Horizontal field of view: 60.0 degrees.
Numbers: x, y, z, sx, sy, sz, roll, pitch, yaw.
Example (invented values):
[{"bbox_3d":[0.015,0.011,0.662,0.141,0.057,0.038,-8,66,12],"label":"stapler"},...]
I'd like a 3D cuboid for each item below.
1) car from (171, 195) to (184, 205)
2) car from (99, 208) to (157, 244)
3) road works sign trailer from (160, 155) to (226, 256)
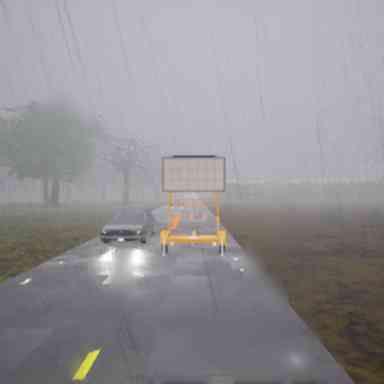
[{"bbox_3d":[-2.527,1.326,57.712,2.097,1.767,4.553,0,0,1],"label":"car"},{"bbox_3d":[-2.770,1.470,15.634,2.033,1.411,5.357,0,0,0],"label":"car"},{"bbox_3d":[0.071,0.398,12.742,2.380,3.560,2.880,0,0,1],"label":"road works sign trailer"}]
